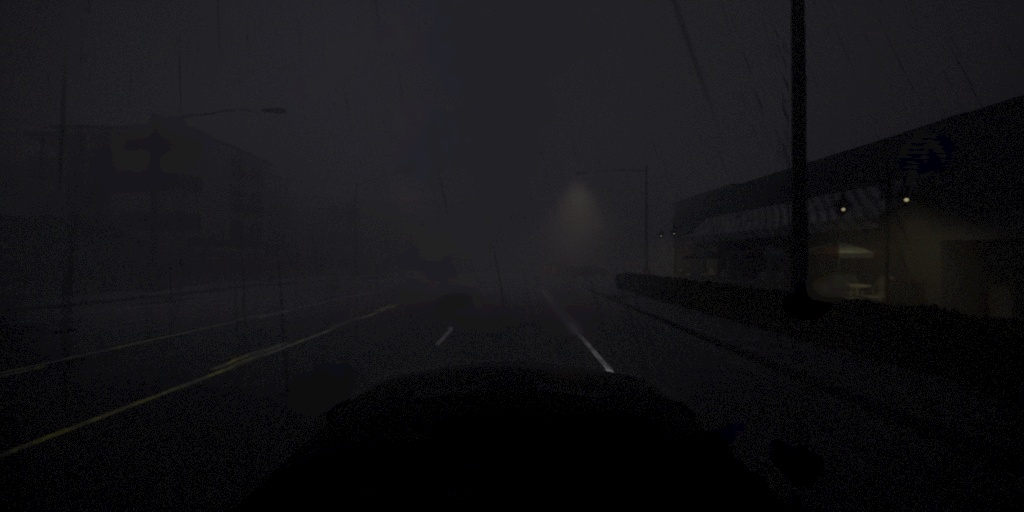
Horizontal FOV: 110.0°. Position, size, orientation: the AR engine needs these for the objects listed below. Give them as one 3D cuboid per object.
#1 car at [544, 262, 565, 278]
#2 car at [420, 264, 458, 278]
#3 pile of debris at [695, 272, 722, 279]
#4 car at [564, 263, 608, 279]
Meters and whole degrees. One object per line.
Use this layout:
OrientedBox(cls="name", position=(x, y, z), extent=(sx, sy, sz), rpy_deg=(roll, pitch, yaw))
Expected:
OrientedBox(cls="car", position=(5.858, 1.526, 41.216), extent=(4.553, 1.767, 2.097), rpy_deg=(1, -1, -40))
OrientedBox(cls="car", position=(-8.268, 1.664, 40.847), extent=(2.128, 1.511, 4.902), rpy_deg=(0, -1, 32))
OrientedBox(cls="pile of debris", position=(23.998, 2.378, 43.826), extent=(1.860, 0.140, 1.500), rpy_deg=(0, 0, -1))
OrientedBox(cls="car", position=(8.389, 1.641, 38.733), extent=(4.902, 1.511, 2.128), rpy_deg=(0, -1, -39))
